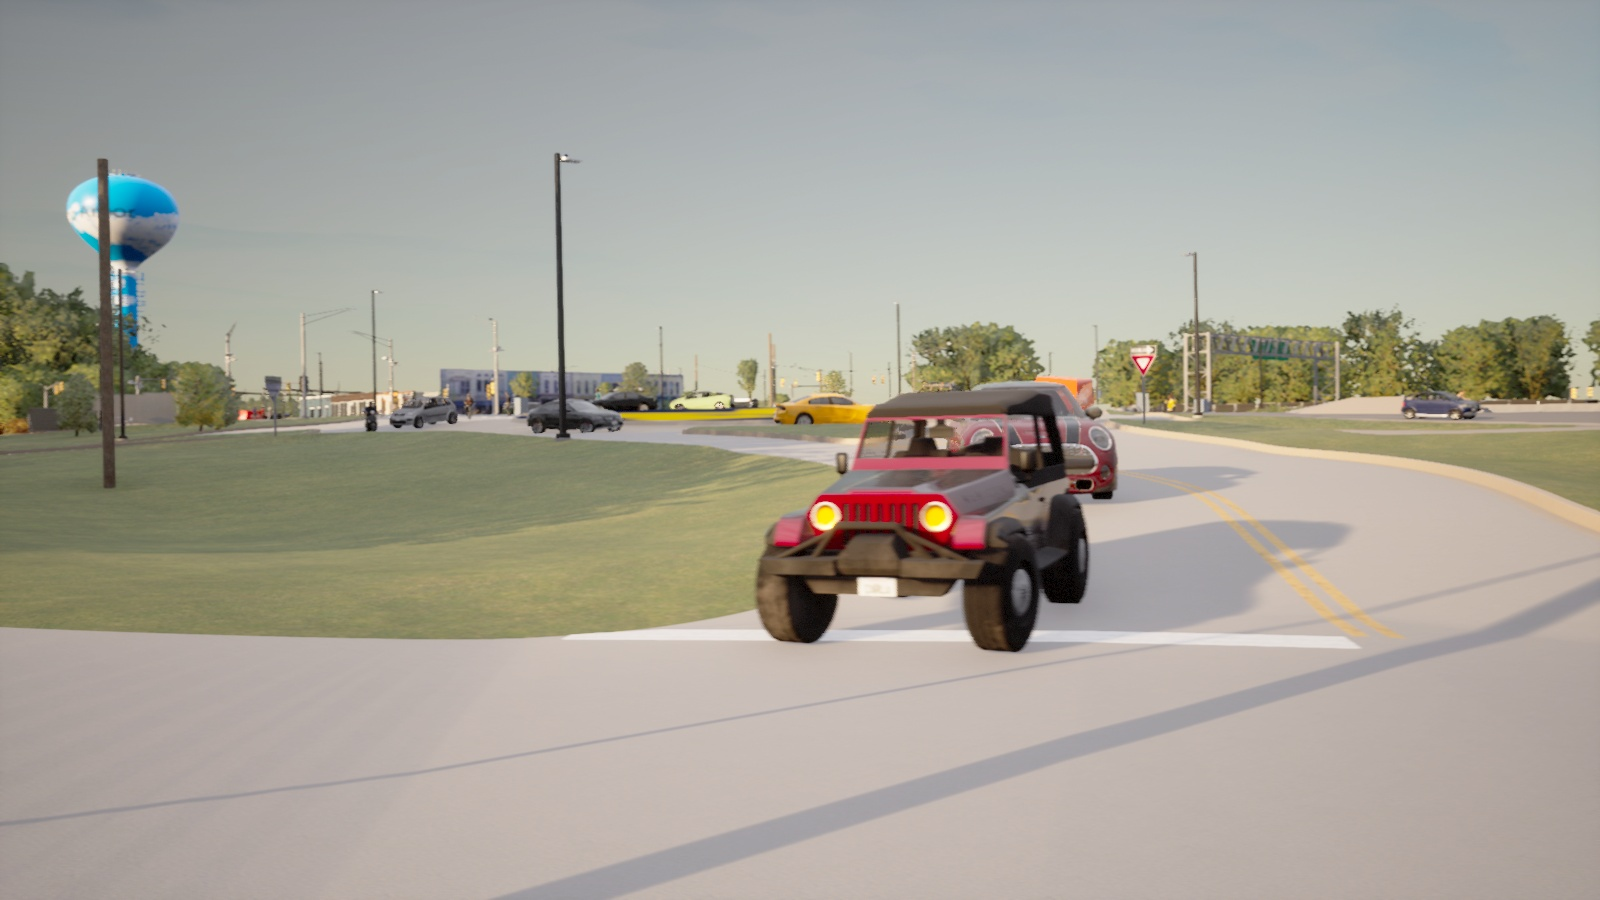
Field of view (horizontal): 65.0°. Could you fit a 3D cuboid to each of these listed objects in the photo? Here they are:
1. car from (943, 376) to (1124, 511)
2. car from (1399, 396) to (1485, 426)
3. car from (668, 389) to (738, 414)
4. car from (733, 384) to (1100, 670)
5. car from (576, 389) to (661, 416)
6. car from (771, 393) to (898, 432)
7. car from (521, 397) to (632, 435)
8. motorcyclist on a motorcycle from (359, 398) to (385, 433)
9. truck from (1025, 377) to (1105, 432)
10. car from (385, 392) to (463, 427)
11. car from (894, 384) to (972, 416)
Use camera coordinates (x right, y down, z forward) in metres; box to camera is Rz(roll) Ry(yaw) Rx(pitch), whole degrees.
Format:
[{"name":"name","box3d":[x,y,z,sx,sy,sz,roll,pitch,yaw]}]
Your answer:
[{"name":"car","box3d":[3.359,-0.206,18.938,2.097,1.767,4.553,-1,3,3]},{"name":"car","box3d":[35.060,-2.135,68.642,1.789,1.549,3.705,-3,4,-36]},{"name":"car","box3d":[-6.711,-3.364,87.099,4.514,1.525,2.007,-1,0,9]},{"name":"car","box3d":[1.172,0.456,10.387,1.905,1.878,3.866,-1,2,23]},{"name":"car","box3d":[-11.626,-3.060,80.546,5.008,1.535,1.882,-3,2,-32]},{"name":"car","box3d":[1.426,-1.608,52.850,5.008,1.535,1.882,-1,4,-12]},{"name":"car","box3d":[-9.621,-1.498,53.880,4.674,1.442,1.812,2,6,34]},{"name":"motorcyclist on a motorcycle","box3d":[-19.917,-1.590,58.443,0.866,1.590,1.817,0,1,-28]},{"name":"truck","box3d":[13.838,-2.428,65.331,2.627,2.467,5.204,8,6,26]},{"name":"car","box3d":[-20.786,-2.275,69.638,1.851,1.617,3.988,1,6,26]},{"name":"car","box3d":[8.486,-3.195,80.076,4.605,1.855,1.932,3,2,41]}]
